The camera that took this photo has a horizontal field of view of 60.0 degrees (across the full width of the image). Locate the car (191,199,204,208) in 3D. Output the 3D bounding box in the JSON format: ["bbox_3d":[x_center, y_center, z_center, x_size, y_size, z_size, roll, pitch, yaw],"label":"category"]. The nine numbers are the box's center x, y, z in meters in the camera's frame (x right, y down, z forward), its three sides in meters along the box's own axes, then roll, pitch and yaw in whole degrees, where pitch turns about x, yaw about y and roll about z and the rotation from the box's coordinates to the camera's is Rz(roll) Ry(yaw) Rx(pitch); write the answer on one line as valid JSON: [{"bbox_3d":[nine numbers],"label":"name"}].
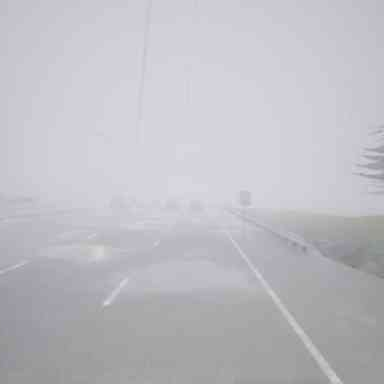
[{"bbox_3d":[0.889,1.839,55.591,1.994,1.385,4.181,1,0,1],"label":"car"}]

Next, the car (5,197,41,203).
[{"bbox_3d":[-20.419,1.275,39.909,1.882,1.535,5.008,1,-1,2],"label":"car"}]

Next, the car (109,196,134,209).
[{"bbox_3d":[-9.779,1.376,45.560,2.097,1.767,4.553,1,0,1],"label":"car"}]

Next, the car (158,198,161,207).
[{"bbox_3d":[-6.110,1.709,55.654,1.994,1.385,4.181,1,0,1],"label":"car"}]

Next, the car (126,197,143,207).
[{"bbox_3d":[-9.610,1.585,55.609,1.837,1.490,4.892,1,0,1],"label":"car"}]

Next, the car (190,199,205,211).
[{"bbox_3d":[0.713,1.784,45.376,1.994,1.385,4.181,1,0,1],"label":"car"}]

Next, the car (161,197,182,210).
[{"bbox_3d":[-2.784,1.681,45.469,1.812,1.442,4.674,1,0,1],"label":"car"}]

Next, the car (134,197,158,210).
[{"bbox_3d":[-6.283,1.615,45.529,1.812,1.442,4.674,1,0,1],"label":"car"}]
